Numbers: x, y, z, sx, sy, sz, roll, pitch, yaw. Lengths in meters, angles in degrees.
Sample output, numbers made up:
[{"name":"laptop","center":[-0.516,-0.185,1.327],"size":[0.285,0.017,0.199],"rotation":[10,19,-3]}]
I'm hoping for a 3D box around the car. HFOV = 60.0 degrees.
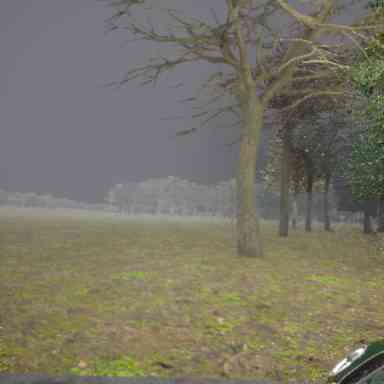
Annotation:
[{"name":"car","center":[3.366,1.625,2.405],"size":[4.553,1.767,2.097],"rotation":[2,-3,-2]}]
